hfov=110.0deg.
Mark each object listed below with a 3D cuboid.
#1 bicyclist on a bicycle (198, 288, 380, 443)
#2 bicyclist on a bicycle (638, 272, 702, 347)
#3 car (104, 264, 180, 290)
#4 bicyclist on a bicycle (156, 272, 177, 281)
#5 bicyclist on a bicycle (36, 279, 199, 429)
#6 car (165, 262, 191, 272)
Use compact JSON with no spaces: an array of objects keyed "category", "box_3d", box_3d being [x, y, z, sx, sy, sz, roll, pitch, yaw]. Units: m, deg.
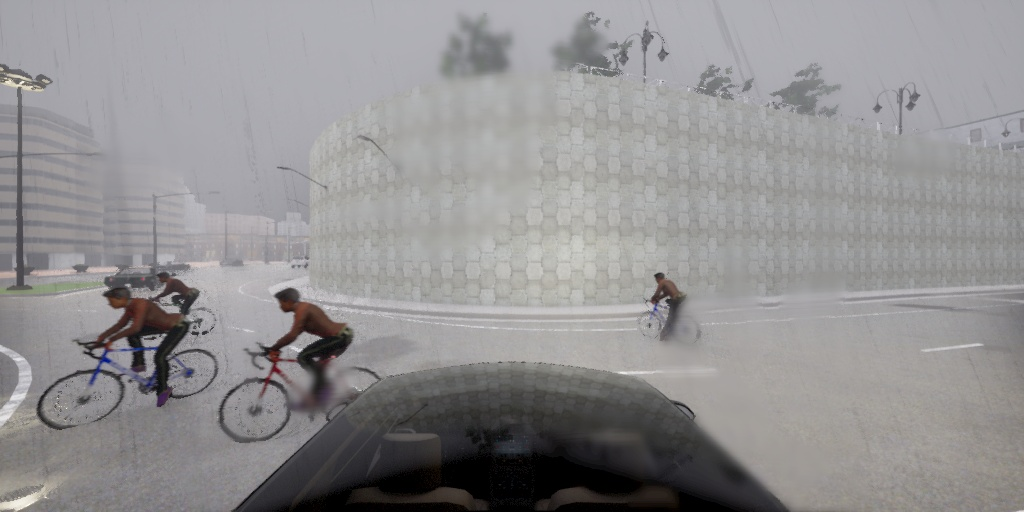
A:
[{"category":"bicyclist on a bicycle","box_3d":[-2.299,1.175,3.997,1.656,1.620,0.582,-2,-2,-18]},{"category":"bicyclist on a bicycle","box_3d":[3.578,1.206,8.299,0.582,1.620,1.656,0,-2,-31]},{"category":"car","box_3d":[-22.445,1.350,21.902,1.895,1.301,4.718,0,0,-29]},{"category":"bicyclist on a bicycle","box_3d":[-8.359,1.204,8.854,1.656,1.620,0.582,-2,1,-27]},{"category":"bicyclist on a bicycle","box_3d":[-4.816,1.205,4.630,0.582,1.620,1.656,0,2,31]},{"category":"car","box_3d":[-41.569,1.349,43.705,1.895,1.301,4.718,0,0,-16]}]
